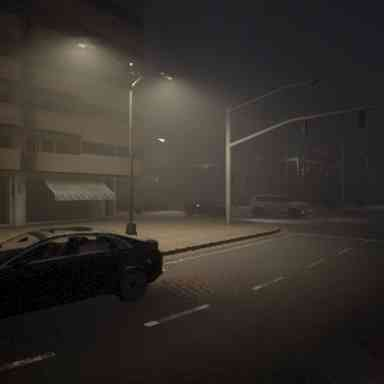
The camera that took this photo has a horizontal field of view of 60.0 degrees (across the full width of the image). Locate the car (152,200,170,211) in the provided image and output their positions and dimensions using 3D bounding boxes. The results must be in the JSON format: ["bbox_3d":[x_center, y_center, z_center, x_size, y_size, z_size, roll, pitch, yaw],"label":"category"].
[{"bbox_3d":[-4.709,1.619,40.747,4.181,1.385,1.994,0,0,41],"label":"car"}]

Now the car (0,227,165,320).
[{"bbox_3d":[-2.828,1.491,6.548,4.902,1.511,2.128,0,0,-41],"label":"car"}]

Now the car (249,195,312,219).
[{"bbox_3d":[7.924,1.275,30.343,5.566,2.045,2.150,0,0,36],"label":"car"}]

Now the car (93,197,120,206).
[{"bbox_3d":[-15.272,1.603,59.228,5.357,1.411,2.033,0,0,41],"label":"car"}]

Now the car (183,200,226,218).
[{"bbox_3d":[1.356,1.547,30.911,4.902,1.511,2.128,0,0,41],"label":"car"}]

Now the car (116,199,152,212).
[{"bbox_3d":[-7.357,1.533,38.408,5.008,1.535,1.882,0,0,41],"label":"car"}]

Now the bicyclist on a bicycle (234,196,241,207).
[{"bbox_3d":[6.415,1.356,46.991,0.582,1.620,1.656,0,0,41],"label":"bicyclist on a bicycle"}]
